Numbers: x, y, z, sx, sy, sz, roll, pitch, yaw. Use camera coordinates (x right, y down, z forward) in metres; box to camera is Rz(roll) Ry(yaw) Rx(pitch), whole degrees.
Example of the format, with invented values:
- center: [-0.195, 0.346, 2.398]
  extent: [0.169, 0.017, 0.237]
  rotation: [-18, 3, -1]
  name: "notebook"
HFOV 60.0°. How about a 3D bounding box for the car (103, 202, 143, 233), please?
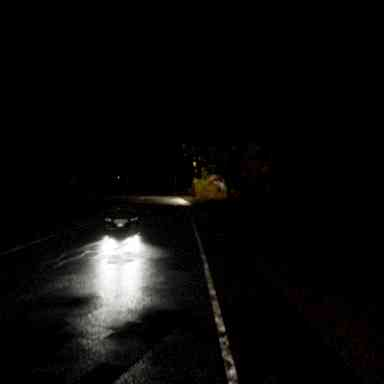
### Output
- center: [-3.825, 1.337, 18.772]
  extent: [2.128, 1.511, 4.902]
  rotation: [0, 0, -8]
  name: "car"
